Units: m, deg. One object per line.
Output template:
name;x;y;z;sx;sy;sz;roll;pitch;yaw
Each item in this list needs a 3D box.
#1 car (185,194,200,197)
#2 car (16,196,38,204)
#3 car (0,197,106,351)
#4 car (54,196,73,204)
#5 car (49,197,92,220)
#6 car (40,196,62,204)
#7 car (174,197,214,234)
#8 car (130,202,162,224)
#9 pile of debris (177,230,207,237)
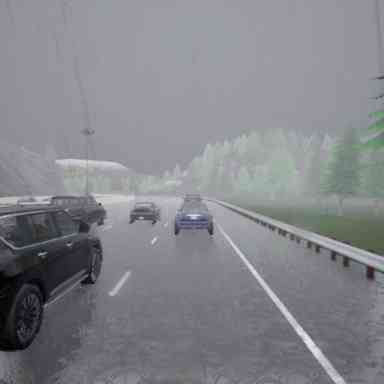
car;0.095;1.224;39.612;2.150;2.045;5.566;0;0;0
car;-31.508;1.526;63.579;1.812;1.442;4.674;0;0;0
car;-3.402;1.222;6.326;2.150;2.045;5.566;0;0;0
car;-24.509;1.556;63.617;1.994;1.385;4.181;0;0;0
car;-10.404;1.353;28.917;2.097;1.767;4.553;0;0;0
car;-28.008;1.543;66.245;2.033;1.411;5.357;0;0;0
car;0.097;1.353;19.404;2.097;1.767;4.553;0;0;0
car;-3.403;1.506;24.806;1.837;1.490;4.892;0;0;0
pile of debris;-0.003;2.176;17.601;1.500;0.140;1.860;0;0;0
